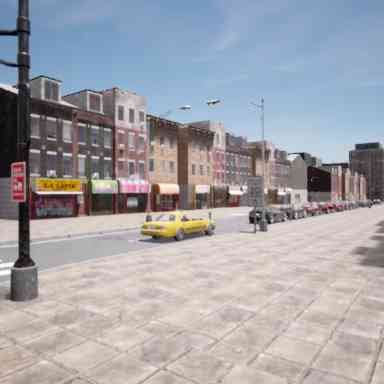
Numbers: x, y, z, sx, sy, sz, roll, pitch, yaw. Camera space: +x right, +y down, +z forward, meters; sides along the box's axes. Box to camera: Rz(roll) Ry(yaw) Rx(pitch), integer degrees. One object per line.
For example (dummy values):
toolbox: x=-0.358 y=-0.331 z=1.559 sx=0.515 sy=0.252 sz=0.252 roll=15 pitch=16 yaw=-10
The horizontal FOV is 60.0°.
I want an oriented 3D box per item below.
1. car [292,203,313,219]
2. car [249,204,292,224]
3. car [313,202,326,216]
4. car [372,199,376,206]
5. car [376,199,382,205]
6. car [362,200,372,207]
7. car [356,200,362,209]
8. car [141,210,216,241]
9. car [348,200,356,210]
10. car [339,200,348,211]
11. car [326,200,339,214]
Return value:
car: x=9.198 y=1.741 z=30.598 sx=2.008 sy=1.369 sz=4.403 roll=-1 pitch=-1 yaw=35
car: x=5.933 y=1.713 z=26.017 sx=1.947 sy=1.339 sz=4.313 roll=-1 pitch=-1 yaw=35
car: x=12.463 y=1.819 z=35.179 sx=1.802 sy=1.307 sz=4.206 roll=-1 pitch=-1 yaw=35
car: x=35.318 y=2.210 z=67.246 sx=1.887 sy=1.381 sz=4.507 roll=-1 pitch=-2 yaw=35
car: x=45.113 y=2.459 z=80.988 sx=2.008 sy=1.369 sz=4.403 roll=-2 pitch=-2 yaw=35
car: x=32.055 y=2.145 z=62.666 sx=2.008 sy=1.369 sz=4.403 roll=-1 pitch=-1 yaw=35
car: x=25.523 y=2.011 z=53.504 sx=2.008 sy=1.369 sz=4.403 roll=-1 pitch=-1 yaw=35
car: x=-0.499 y=1.596 z=16.993 sx=1.752 sy=1.417 sz=4.829 roll=-1 pitch=-1 yaw=35
car: x=22.258 y=1.950 z=48.923 sx=2.008 sy=1.369 sz=4.403 roll=-1 pitch=-1 yaw=35
car: x=18.992 y=1.782 z=44.343 sx=1.967 sy=1.590 sz=4.097 roll=-1 pitch=-1 yaw=35
car: x=15.728 y=1.832 z=39.760 sx=1.887 sy=1.381 sz=4.507 roll=-1 pitch=-1 yaw=35
